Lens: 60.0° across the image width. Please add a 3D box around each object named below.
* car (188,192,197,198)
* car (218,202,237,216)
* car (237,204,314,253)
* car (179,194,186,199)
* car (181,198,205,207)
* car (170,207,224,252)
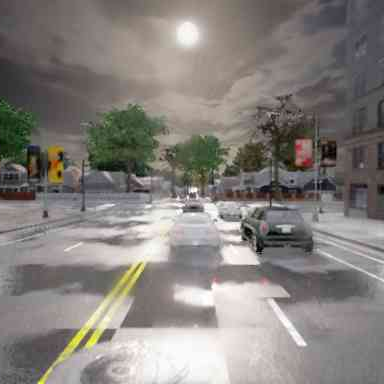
[{"bbox_3d":[0.082,1.248,92.371,1.837,1.490,4.892,0,0,1],"label":"car"},{"bbox_3d":[3.357,1.590,30.084,1.812,1.442,4.674,0,0,0],"label":"car"},{"bbox_3d":[3.354,1.368,13.923,2.097,1.767,4.553,0,0,0],"label":"car"},{"bbox_3d":[-2.638,1.349,94.945,1.994,1.385,4.181,0,0,1],"label":"car"},{"bbox_3d":[0.108,1.566,29.473,1.837,1.490,4.892,0,0,0],"label":"car"},{"bbox_3d":[0.106,1.541,13.760,1.812,1.442,4.674,0,0,0],"label":"car"}]
